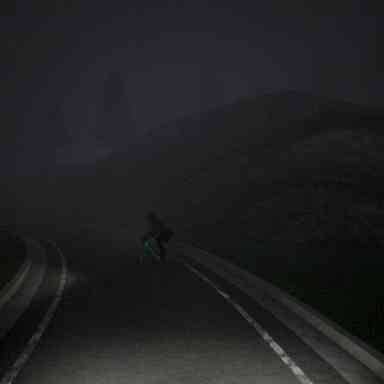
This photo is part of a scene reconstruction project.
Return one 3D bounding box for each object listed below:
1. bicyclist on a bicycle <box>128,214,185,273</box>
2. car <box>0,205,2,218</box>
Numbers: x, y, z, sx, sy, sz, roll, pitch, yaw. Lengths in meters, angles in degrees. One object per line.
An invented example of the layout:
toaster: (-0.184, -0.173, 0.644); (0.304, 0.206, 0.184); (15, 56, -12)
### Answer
bicyclist on a bicycle: (-0.981, 1.437, 9.330); (1.656, 1.620, 0.582); (-1, 0, -19)
car: (-18.463, 1.348, 29.011); (4.553, 1.767, 2.097); (0, 0, 39)
